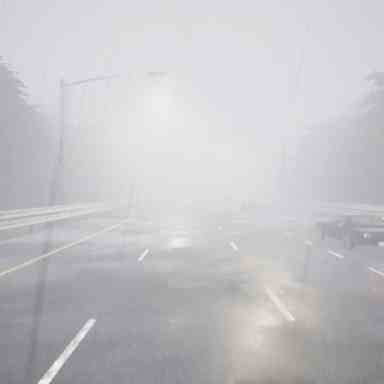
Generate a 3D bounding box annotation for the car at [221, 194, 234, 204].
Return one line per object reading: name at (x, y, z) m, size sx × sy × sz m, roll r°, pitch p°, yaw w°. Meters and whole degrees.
car at (7.269, 1.474, 68.114) m, size 2.150 × 2.045 × 5.566 m, roll 0°, pitch 0°, yaw 0°

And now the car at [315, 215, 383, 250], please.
car at (7.015, 1.634, 14.460) m, size 1.895 × 1.301 × 4.718 m, roll 0°, pitch 0°, yaw 0°

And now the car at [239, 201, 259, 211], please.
car at (7.104, 1.733, 41.819) m, size 1.895 × 1.301 × 4.718 m, roll 0°, pitch 0°, yaw 0°
